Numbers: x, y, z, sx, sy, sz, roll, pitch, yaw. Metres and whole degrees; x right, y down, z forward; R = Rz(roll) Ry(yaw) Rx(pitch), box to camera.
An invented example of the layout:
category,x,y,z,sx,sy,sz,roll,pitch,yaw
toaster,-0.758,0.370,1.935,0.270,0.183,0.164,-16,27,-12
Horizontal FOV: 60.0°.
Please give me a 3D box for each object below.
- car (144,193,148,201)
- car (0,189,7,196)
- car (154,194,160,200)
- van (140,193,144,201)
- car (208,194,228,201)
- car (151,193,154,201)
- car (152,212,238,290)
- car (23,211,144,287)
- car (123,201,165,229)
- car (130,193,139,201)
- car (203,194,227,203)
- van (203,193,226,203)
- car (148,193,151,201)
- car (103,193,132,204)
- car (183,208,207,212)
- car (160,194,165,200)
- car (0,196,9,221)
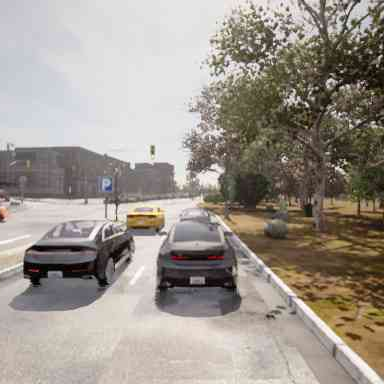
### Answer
category,x,y,z,sx,sy,sz,roll,pitch,yaw
car,-12.984,1.519,75.143,4.892,1.521,2.231,-1,-1,-14
car,-31.144,0.279,54.066,2.002,1.452,4.674,6,-3,-19
car,-11.419,1.587,87.121,4.674,1.452,2.002,-1,0,-12
van,-13.213,1.283,72.172,4.442,1.987,1.878,-1,-1,-14
car,6.490,1.349,83.444,4.553,1.767,2.185,1,0,-12
car,-12.237,1.573,81.139,4.674,1.452,2.002,-1,-1,-13
car,0.114,1.541,9.165,1.837,1.490,4.892,0,0,0
car,-2.886,1.529,9.453,2.128,1.511,4.902,0,0,0
car,-2.803,1.563,20.906,1.882,1.535,5.008,0,0,1
car,-13.774,1.490,66.180,5.366,1.575,1.946,-1,-1,-15
car,4.693,1.323,68.745,4.553,1.767,2.185,1,0,-14
van,4.309,1.216,65.776,4.442,1.987,1.878,1,0,-14
car,-12.610,1.565,78.138,4.674,1.452,2.002,-1,0,-13
car,-14.420,1.525,63.188,4.792,1.488,2.163,-1,0,-15
car,0.178,1.625,19.434,2.033,1.411,5.357,0,0,0
car,-10.968,1.302,90.128,5.566,2.045,2.435,-1,-1,-12
car,-16.617,1.471,25.382,4.553,1.767,2.185,-1,0,-19
